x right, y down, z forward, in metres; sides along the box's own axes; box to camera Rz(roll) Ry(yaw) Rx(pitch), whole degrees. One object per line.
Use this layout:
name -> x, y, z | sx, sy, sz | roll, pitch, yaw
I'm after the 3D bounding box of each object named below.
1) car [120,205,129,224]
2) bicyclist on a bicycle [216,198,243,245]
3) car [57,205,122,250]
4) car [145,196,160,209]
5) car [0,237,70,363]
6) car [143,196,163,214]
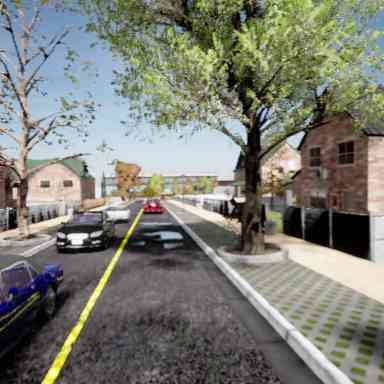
car -> -5.910, 1.724, 26.079 | 1.895, 1.301, 4.718 | -1, 0, -9
bicyclist on a bicycle -> 1.599, 1.018, 11.514 | 1.656, 1.620, 0.582 | -3, 1, -7
car -> -4.526, 1.583, 14.682 | 2.128, 1.511, 4.902 | -1, 0, -7
car -> -5.809, 1.492, 49.148 | 2.097, 1.767, 4.553 | -1, 0, -6
car -> -3.293, 1.672, 4.565 | 1.895, 1.301, 4.718 | -1, 0, -7
car -> -4.293, 1.443, 36.935 | 2.097, 1.767, 4.553 | -1, 0, -7
